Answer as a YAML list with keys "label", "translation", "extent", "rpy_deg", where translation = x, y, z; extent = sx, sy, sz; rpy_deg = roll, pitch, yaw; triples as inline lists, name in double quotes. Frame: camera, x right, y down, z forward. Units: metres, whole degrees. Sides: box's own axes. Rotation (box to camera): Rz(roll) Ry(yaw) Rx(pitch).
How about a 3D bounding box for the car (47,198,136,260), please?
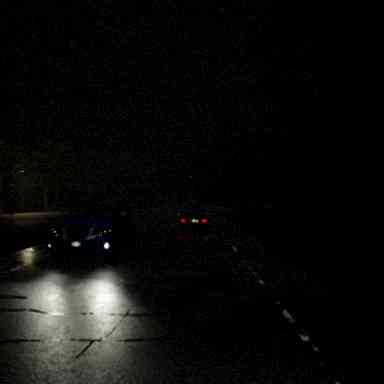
- label: "car"
  translation: [-3.600, 1.282, 13.089]
  extent: [2.150, 2.045, 5.566]
  rpy_deg: [0, 0, 0]

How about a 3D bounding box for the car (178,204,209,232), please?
- label: "car"
  translation: [0.101, 1.685, 21.065]
  extent: [2.033, 1.411, 5.357]
  rpy_deg: [0, -1, 0]
